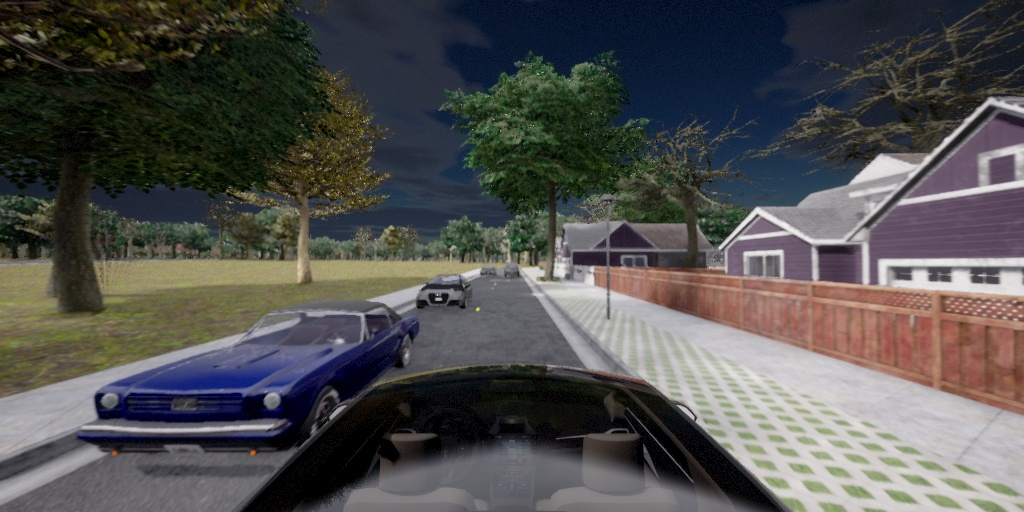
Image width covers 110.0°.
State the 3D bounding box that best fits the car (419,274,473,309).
[{"bbox_3d":[-2.854,1.507,15.918,1.994,1.385,4.181,0,0,0],"label":"car"}]

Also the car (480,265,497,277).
[{"bbox_3d":[-2.887,1.855,44.819,1.994,1.385,4.181,0,-1,0],"label":"car"}]

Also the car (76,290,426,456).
[{"bbox_3d":[-2.853,1.401,5.325,1.895,1.301,4.718,0,-1,0],"label":"car"}]

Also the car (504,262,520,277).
[{"bbox_3d":[0.020,1.777,44.215,2.128,1.511,4.902,0,0,0],"label":"car"}]
